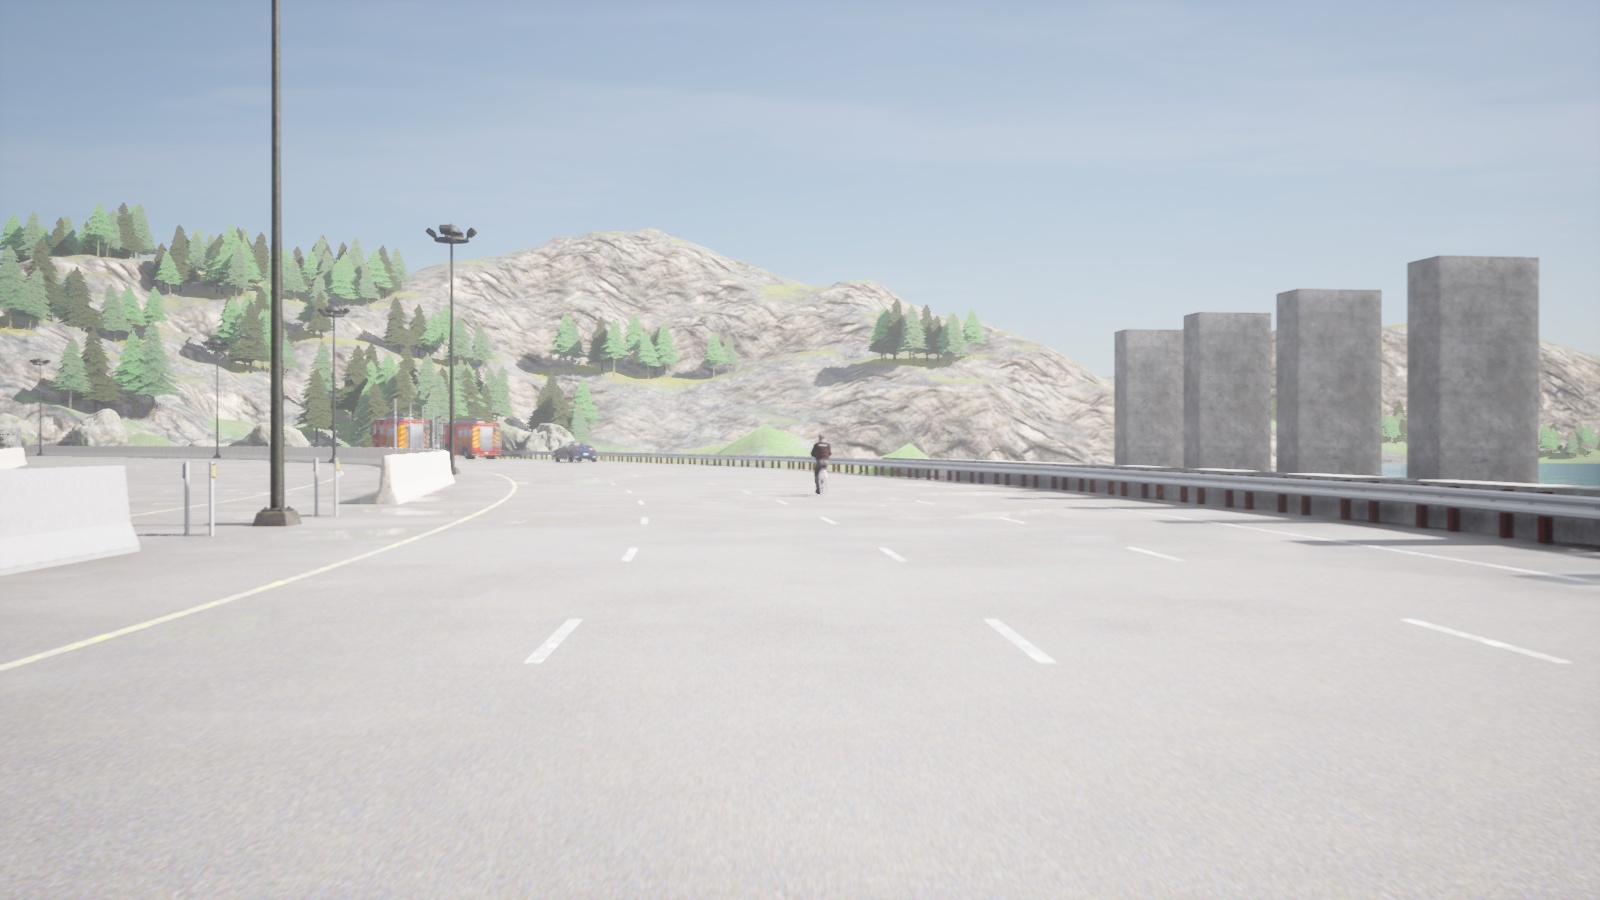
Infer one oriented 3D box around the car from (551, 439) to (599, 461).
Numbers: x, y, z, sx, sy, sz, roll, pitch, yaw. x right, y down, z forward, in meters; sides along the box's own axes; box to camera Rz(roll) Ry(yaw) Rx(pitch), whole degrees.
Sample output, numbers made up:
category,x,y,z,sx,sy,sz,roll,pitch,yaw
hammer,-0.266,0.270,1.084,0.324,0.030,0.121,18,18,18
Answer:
category,x,y,z,sx,sy,sz,roll,pitch,yaw
car,-17.467,-0.034,97.142,2.152,1.651,5.027,0,0,-29
